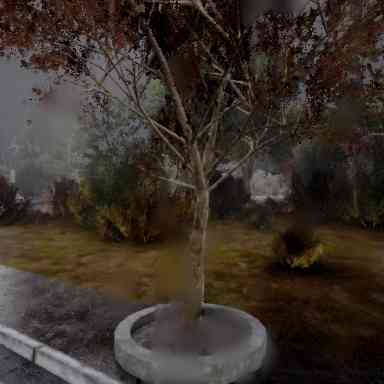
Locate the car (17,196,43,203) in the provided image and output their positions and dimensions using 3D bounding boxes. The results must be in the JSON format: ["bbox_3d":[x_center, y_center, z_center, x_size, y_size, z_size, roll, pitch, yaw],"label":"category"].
[{"bbox_3d":[-22.051,1.216,44.885,2.033,1.411,5.357,1,0,32],"label":"car"}]
